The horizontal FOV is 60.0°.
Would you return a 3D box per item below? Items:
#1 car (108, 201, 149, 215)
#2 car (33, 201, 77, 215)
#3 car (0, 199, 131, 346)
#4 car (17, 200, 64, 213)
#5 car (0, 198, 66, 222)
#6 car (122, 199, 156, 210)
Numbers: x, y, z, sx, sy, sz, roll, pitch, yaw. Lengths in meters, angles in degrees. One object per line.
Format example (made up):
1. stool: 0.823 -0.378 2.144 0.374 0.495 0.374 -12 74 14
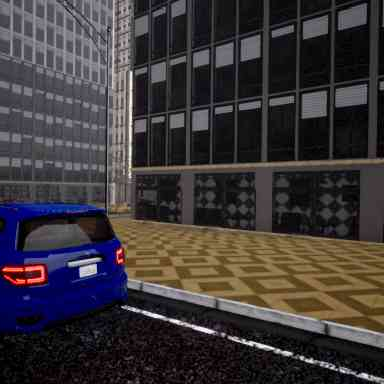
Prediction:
1. car: -7.324 1.830 38.731 1.752 1.417 4.829 1 0 36
2. car: -15.380 1.725 37.559 1.994 1.385 4.181 1 0 36
3. car: -3.683 1.218 6.311 5.566 2.045 2.150 0 0 35
4. car: -17.620 1.643 38.896 1.752 1.417 4.829 1 0 36
5. car: -14.124 1.519 29.521 2.192 1.841 5.009 1 0 36
6. car: -7.611 1.753 48.058 1.882 1.535 5.008 1 0 37
